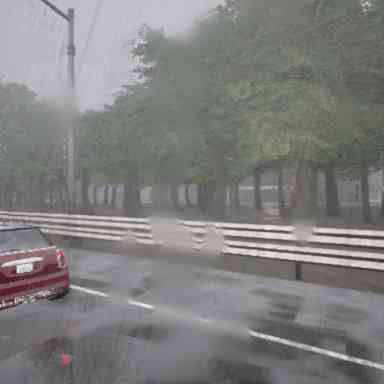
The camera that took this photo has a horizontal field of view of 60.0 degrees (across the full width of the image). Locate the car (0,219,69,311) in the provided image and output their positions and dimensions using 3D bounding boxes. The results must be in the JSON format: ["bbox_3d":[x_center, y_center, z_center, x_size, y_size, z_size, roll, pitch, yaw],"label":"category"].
[{"bbox_3d":[-4.765,1.421,7.272,4.553,1.767,2.097,-1,0,36],"label":"car"}]
